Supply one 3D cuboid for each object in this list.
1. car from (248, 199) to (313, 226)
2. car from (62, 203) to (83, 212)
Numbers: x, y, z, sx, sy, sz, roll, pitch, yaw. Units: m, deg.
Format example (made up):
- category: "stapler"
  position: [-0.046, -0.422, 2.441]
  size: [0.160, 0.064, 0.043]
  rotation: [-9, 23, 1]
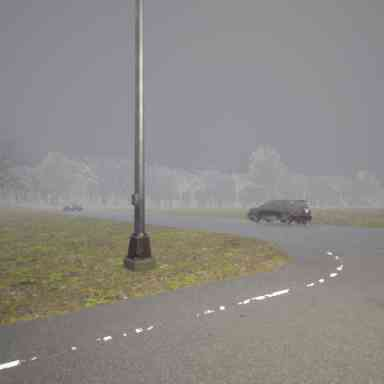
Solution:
- category: "car"
  position: [7.135, 1.628, 27.369]
  size: [2.150, 2.045, 5.566]
  rotation: [3, -3, -36]
- category: "car"
  position: [-18.146, 2.348, 50.414]
  size: [2.033, 1.411, 5.357]
  rotation: [3, -3, -37]
